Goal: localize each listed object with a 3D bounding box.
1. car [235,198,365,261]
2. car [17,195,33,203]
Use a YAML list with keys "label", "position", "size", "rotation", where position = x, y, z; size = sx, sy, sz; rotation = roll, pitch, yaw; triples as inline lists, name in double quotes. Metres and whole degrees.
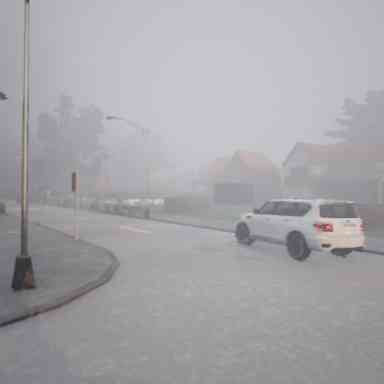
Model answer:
- label: "car"
  position: [3.825, 1.258, 12.835]
  size: [2.150, 2.045, 5.566]
  rotation: [2, 0, -23]
- label: "car"
  position: [-28.044, 1.158, 55.865]
  size: [1.812, 1.442, 4.674]
  rotation: [1, 0, -37]
